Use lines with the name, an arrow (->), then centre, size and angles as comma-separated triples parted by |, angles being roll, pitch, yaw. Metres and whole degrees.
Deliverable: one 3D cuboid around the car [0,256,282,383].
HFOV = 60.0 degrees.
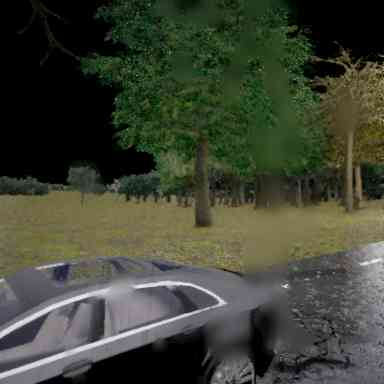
car -> -1.277, 1.480, 3.082 | 4.902, 1.511, 2.128 | -1, 1, -36
